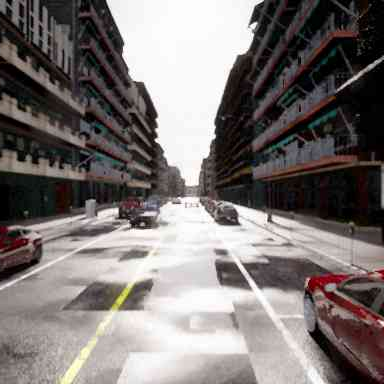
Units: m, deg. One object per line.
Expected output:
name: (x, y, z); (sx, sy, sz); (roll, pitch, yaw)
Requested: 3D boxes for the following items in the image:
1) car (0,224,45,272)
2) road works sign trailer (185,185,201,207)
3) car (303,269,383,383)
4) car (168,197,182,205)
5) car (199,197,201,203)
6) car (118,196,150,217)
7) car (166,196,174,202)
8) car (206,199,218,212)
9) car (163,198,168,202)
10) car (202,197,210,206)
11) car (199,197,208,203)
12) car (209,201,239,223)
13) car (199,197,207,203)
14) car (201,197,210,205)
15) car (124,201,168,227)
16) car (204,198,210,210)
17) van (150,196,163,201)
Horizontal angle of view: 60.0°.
car: (-5.696, 1.613, 9.504); (1.802, 1.307, 4.206); (0, 0, 0)
road works sign trailer: (-0.032, 0.670, 57.074); (2.380, 3.560, 2.880); (0, 0, 0)
car: (2.688, 1.558, 3.826); (1.887, 1.381, 4.507); (0, 0, 0)
car: (-3.046, 1.844, 65.257); (1.895, 1.301, 4.718); (0, 0, 0)
car: (2.655, 1.663, 60.444); (1.967, 1.590, 4.097); (0, 0, 0)
car: (-5.709, 1.421, 32.155); (2.192, 1.841, 5.009); (0, 0, 0)
car: (-5.742, 1.905, 88.602); (1.752, 1.417, 4.829); (0, 0, 0)
car: (2.672, 1.657, 32.138); (2.008, 1.369, 4.403); (0, 0, 0)
car: (-5.723, 1.509, 54.802); (2.192, 1.841, 5.009); (0, 0, 0)
car: (2.665, 1.585, 43.461); (1.967, 1.590, 4.097); (0, 0, 0)
car: (2.645, 1.861, 77.430); (1.887, 1.381, 4.507); (0, 0, 0)
car: (2.675, 1.638, 26.476); (2.008, 1.369, 4.403); (0, 0, 0)
car: (2.642, 1.892, 83.096); (1.887, 1.381, 4.507); (0, 0, 0)
car: (2.652, 1.780, 66.276); (1.752, 1.417, 4.829); (0, 0, 0)
car: (-3.114, 1.625, 23.664); (2.033, 1.411, 5.357); (0, 0, 0)
car: (2.669, 1.669, 37.801); (1.887, 1.381, 4.507); (0, 0, 0)
van: (-5.718, 1.507, 49.142); (1.690, 1.788, 3.998); (0, 0, 0)
